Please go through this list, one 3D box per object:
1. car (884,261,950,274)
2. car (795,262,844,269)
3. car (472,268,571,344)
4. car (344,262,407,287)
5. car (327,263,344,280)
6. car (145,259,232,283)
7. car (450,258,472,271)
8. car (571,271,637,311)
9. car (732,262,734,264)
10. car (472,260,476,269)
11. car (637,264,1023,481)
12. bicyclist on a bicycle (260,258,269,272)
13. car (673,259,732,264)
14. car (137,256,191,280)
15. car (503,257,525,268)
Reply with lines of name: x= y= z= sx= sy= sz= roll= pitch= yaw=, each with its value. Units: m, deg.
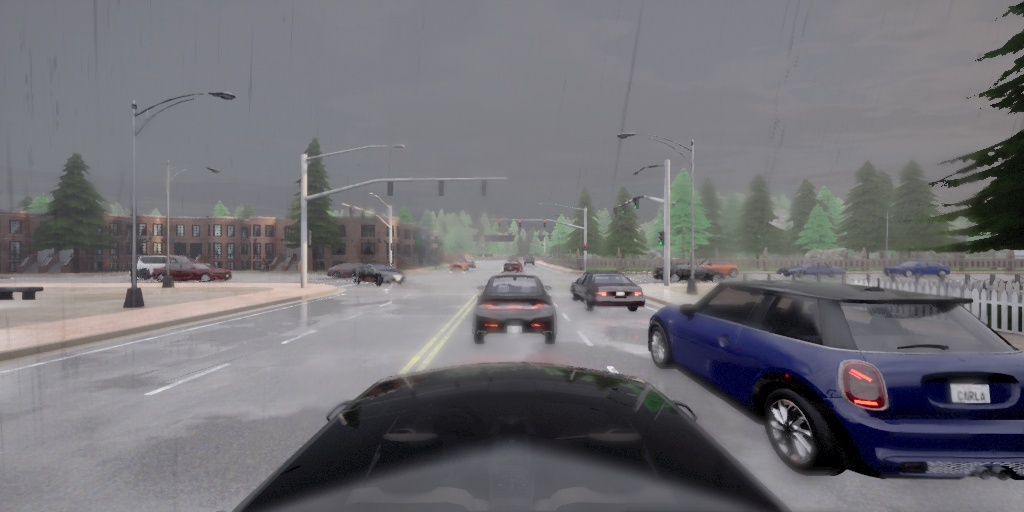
car: x=38.162 y=1.228 z=33.890 sx=5.008 sy=1.535 sz=1.882 roll=0 pitch=0 yaw=0
car: x=28.285 y=1.297 z=33.921 sx=5.357 sy=1.411 sz=2.033 roll=0 pitch=0 yaw=1
car: x=0.075 y=1.242 z=9.533 sx=2.128 sy=1.511 sz=4.902 roll=0 pitch=0 yaw=1
car: x=-9.147 y=1.243 z=24.625 sx=4.902 sy=1.511 sz=2.128 roll=0 pitch=-1 yaw=40
car: x=-13.416 y=1.276 z=30.906 sx=4.674 sy=1.442 sz=1.812 roll=0 pitch=0 yaw=-3
car: x=-24.077 y=1.228 z=27.117 sx=5.008 sy=1.535 sz=1.882 roll=0 pitch=0 yaw=-2
car: x=-7.021 y=1.102 z=48.325 sx=2.097 sy=1.767 sz=4.553 roll=0 pitch=0 yaw=0
car: x=3.604 y=1.297 z=14.361 sx=2.033 sy=1.411 sz=5.357 roll=0 pitch=0 yaw=0
car: x=18.760 y=1.102 z=33.950 sx=4.553 sy=1.767 sz=2.097 roll=0 pitch=0 yaw=0
car: x=-6.994 y=1.276 z=58.258 sx=1.812 sy=1.442 sz=4.674 roll=0 pitch=0 yaw=1
car: x=3.607 y=1.102 z=4.943 sx=2.097 sy=1.767 sz=4.553 roll=0 pitch=0 yaw=0
bicyclist on a bicycle: x=-28.753 y=1.053 z=41.650 sx=0.582 sy=1.620 sz=1.656 roll=0 pitch=0 yaw=-1
car: x=13.173 y=1.227 z=26.776 sx=5.008 sy=1.535 sz=1.882 roll=0 pitch=0 yaw=0
car: x=-28.635 y=0.973 z=30.480 sx=5.566 sy=2.045 sz=2.150 roll=0 pitch=0 yaw=-3
car: x=0.108 y=1.227 z=43.700 sx=1.882 sy=1.535 sz=5.008 roll=1 pitch=0 yaw=7
